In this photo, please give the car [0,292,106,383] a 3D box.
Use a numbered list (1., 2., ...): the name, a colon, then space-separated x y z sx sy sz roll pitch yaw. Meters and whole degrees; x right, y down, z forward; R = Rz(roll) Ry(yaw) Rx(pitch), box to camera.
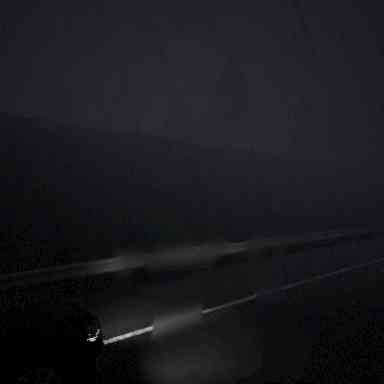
1. car: -3.197 1.573 2.895 4.892 1.490 1.837 0 -1 -40
